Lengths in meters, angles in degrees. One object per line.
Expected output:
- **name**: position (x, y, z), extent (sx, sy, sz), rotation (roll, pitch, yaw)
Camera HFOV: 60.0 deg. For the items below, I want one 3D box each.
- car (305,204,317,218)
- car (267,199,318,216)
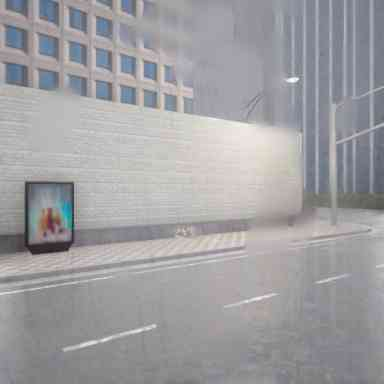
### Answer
- **car**: position (9.037, 1.533, 30.751), extent (1.882, 1.535, 5.008), rotation (0, 0, -36)
- **car**: position (10.417, 1.547, 34.837), extent (2.128, 1.511, 4.902), rotation (0, 0, -36)
